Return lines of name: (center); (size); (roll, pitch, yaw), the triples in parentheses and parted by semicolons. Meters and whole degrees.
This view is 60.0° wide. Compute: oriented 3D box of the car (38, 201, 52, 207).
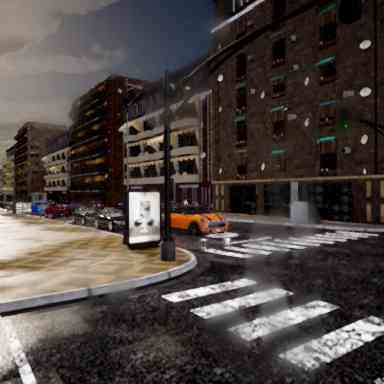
car: (-34.403, 2.721, 77.839); (1.947, 1.339, 4.313); (-2, 0, -36)

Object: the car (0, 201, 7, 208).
car: (-44.458, 2.855, 77.451); (1.887, 1.381, 4.507); (-2, 0, -36)

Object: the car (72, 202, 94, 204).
car: (-13.850, 2.118, 39.515); (2.033, 1.411, 5.357); (-1, -1, -36)

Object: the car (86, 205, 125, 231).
car: (-5.449, 1.880, 23.186); (2.008, 1.369, 4.403); (-2, 0, -36)

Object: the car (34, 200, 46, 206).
car: (-37.663, 2.782, 82.355); (1.887, 1.381, 4.507); (-2, 0, -36)

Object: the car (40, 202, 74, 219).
car: (-14.775, 2.107, 36.185); (1.887, 1.381, 4.507); (-2, 0, -36)

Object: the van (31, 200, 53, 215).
van: (-19.687, 2.027, 43.077); (1.690, 1.788, 3.998); (-2, 0, -36)

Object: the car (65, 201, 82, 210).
car: (-21.365, 2.409, 59.777); (1.802, 1.307, 4.206); (-2, 0, -36)

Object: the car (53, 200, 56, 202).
car: (-31.147, 2.513, 73.324); (1.967, 1.590, 4.097); (-2, 0, -36)

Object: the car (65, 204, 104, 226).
car: (-8.708, 1.961, 27.702); (2.008, 1.369, 4.403); (-2, 0, -36)

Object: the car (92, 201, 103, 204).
car: (-14.846, 2.103, 50.748); (1.967, 1.590, 4.097); (-2, 0, -36)

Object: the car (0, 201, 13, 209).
car: (-37.939, 2.696, 68.420); (2.008, 1.369, 4.403); (-2, 0, -36)

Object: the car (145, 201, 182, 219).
car: (-3.016, 1.808, 34.571); (1.967, 1.590, 4.097); (-2, 0, -36)

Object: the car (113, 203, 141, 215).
car: (-8.263, 2.081, 41.761); (1.802, 1.307, 4.206); (-2, 0, -36)

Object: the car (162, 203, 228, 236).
car: (0.095, 1.576, 20.212); (2.097, 1.767, 4.553); (-1, -1, -37)
